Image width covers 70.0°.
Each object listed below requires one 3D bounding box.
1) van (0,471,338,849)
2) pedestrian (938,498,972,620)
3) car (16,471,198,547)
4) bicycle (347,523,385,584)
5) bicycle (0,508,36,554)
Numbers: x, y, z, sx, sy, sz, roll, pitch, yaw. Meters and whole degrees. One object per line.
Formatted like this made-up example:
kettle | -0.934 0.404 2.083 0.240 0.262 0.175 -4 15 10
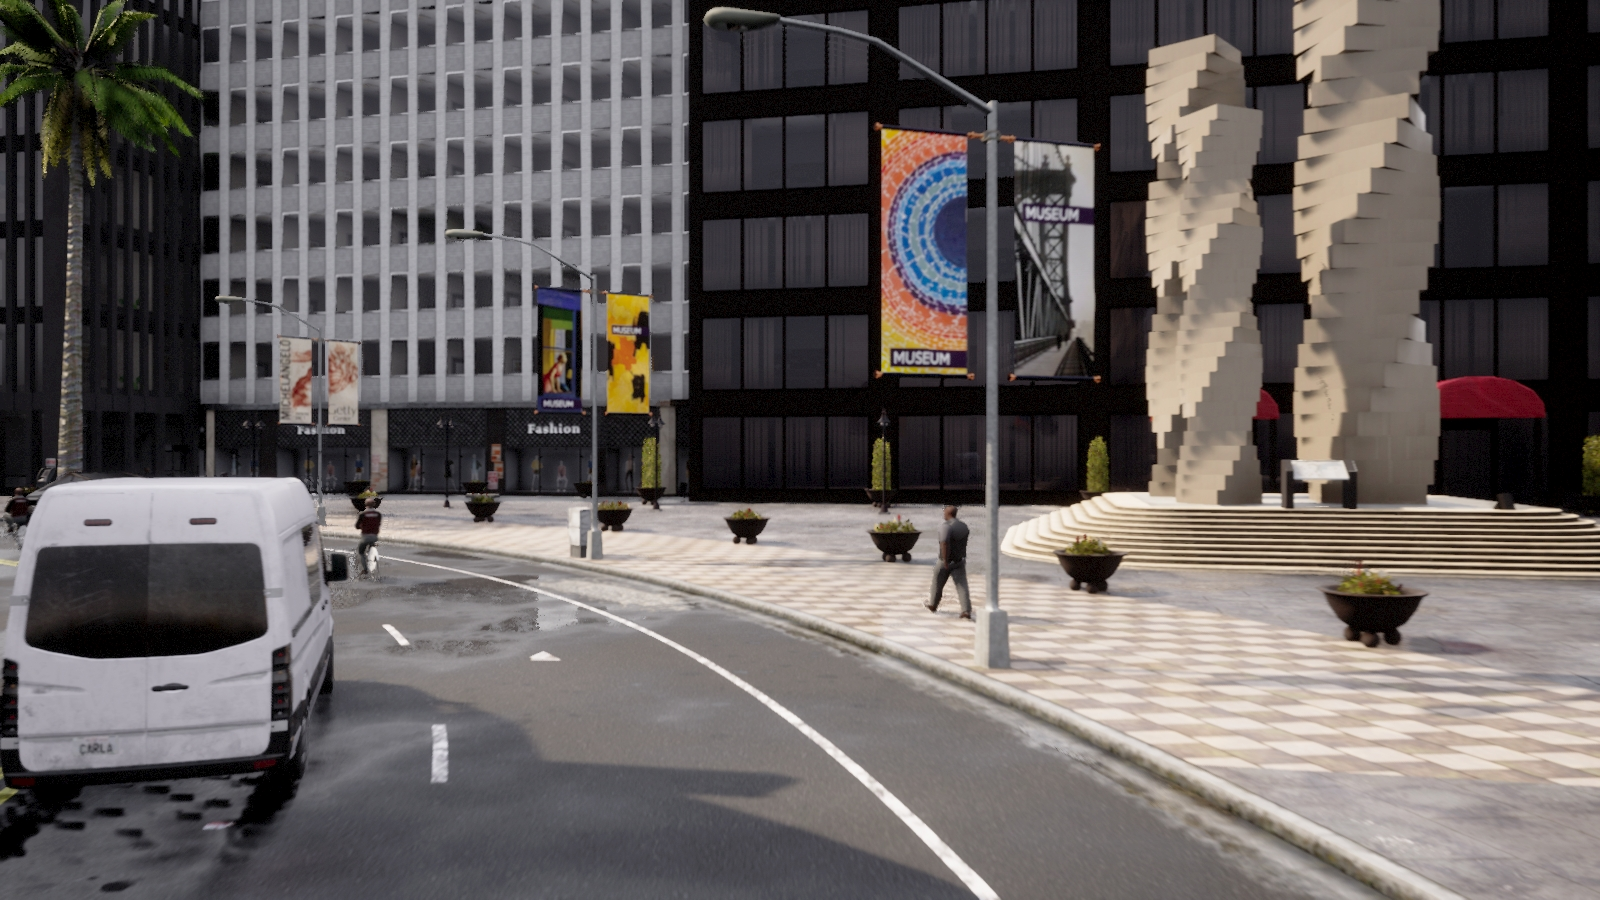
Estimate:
van | -5.748 1.535 11.131 1.988 2.561 5.915 0 0 -19
pedestrian | 2.419 1.696 17.884 0.375 1.860 0.375 0 0 -31
car | -21.682 1.758 35.658 6.274 2.098 2.390 0 0 33
bicycle | -9.374 2.212 24.650 0.329 1.171 1.835 0 0 -35
bicycle | -21.584 2.214 31.379 1.835 1.171 0.329 0 1 34
